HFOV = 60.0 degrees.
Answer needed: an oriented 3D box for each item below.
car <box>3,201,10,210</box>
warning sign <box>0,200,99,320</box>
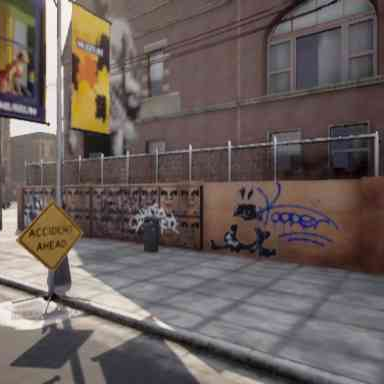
[{"bbox_3d":[-24.024,1.379,39.929,2.097,1.767,4.553,0,0,6],"label":"car"},{"bbox_3d":[-2.563,1.088,6.066,1.060,1.860,1.300,0,0,36],"label":"warning sign"}]
